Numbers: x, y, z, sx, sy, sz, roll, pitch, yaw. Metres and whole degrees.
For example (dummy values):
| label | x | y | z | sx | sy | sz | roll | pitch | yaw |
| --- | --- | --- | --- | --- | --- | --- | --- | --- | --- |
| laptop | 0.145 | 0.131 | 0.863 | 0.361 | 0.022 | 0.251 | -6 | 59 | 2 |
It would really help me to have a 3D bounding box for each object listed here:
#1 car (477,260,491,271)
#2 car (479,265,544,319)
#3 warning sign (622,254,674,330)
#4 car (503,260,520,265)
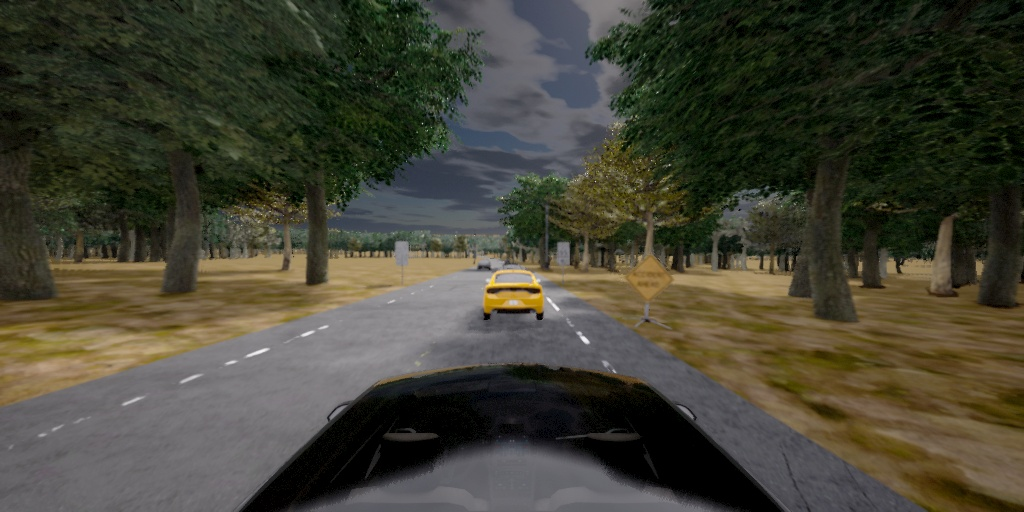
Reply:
| label | x | y | z | sx | sy | sz | roll | pitch | yaw |
| --- | --- | --- | --- | --- | --- | --- | --- | --- | --- |
| car | -4.025 | 1.306 | 51.995 | 1.882 | 1.535 | 5.008 | 0 | -1 | -1 |
| car | 0.043 | 1.235 | 12.884 | 1.882 | 1.535 | 5.008 | 0 | -1 | 0 |
| warning sign | 3.536 | 0.868 | 9.478 | 1.300 | 1.860 | 1.060 | 0 | 0 | 0 |
| car | -0.063 | 1.277 | 27.734 | 1.837 | 1.490 | 4.892 | 0 | 0 | 0 |
